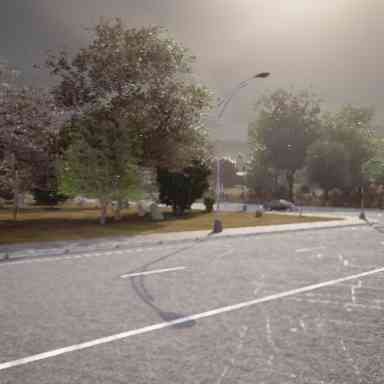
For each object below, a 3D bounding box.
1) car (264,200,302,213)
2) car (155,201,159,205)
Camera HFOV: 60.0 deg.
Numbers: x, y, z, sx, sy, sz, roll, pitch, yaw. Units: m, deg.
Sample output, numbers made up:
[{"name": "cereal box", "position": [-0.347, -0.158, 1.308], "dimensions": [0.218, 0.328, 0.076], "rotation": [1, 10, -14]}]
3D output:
[{"name": "car", "position": [11.013, 1.742, 40.536], "dimensions": [2.128, 1.511, 4.902], "rotation": [0, 1, -38]}, {"name": "car", "position": [-4.888, 1.736, 61.111], "dimensions": [1.837, 1.490, 4.892], "rotation": [0, 0, -38]}]
